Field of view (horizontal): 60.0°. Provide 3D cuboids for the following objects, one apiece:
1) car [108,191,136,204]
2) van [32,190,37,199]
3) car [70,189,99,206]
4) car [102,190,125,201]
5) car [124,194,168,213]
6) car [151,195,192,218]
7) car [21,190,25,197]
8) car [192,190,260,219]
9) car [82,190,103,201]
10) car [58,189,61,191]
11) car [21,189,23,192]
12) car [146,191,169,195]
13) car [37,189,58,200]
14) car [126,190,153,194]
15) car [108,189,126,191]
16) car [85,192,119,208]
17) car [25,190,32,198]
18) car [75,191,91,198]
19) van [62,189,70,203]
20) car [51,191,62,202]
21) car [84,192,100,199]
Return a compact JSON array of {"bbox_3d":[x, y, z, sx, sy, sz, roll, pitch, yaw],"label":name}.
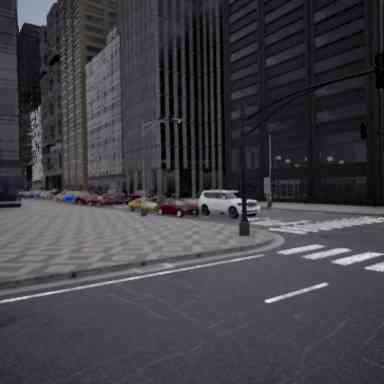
[{"bbox_3d":[-9.824,1.016,43.477,2.033,1.411,5.357,-2,1,-36],"label":"car"},{"bbox_3d":[-30.788,0.569,67.770,1.690,1.788,3.998,-1,1,-36],"label":"van"},{"bbox_3d":[-14.317,0.815,44.975,2.192,1.841,5.009,-1,1,-36],"label":"car"},{"bbox_3d":[-13.995,0.507,59.081,2.192,1.841,5.009,-1,1,-36],"label":"car"},{"bbox_3d":[-4.334,1.171,31.163,1.752,1.417,4.829,-1,1,-36],"label":"car"},{"bbox_3d":[-1.138,1.234,26.742,1.887,1.381,4.507,-1,1,-36],"label":"car"},{"bbox_3d":[-37.376,0.664,76.891,2.008,1.369,4.403,-1,1,-36],"label":"car"},{"bbox_3d":[2.766,0.869,26.018,2.150,2.045,5.566,-2,1,-36],"label":"car"},{"bbox_3d":[-17.998,0.578,60.053,2.097,1.767,4.553,-2,2,-36],"label":"car"},{"bbox_3d":[-30.465,0.225,81.874,2.192,1.841,5.009,-1,1,-36],"label":"car"},{"bbox_3d":[-40.670,0.600,81.449,1.887,1.381,4.507,-1,1,-36],"label":"car"},{"bbox_3d":[-4.111,0.913,45.409,1.947,1.339,4.313,-1,1,-36],"label":"car"},{"bbox_3d":[-27.494,0.724,63.213,1.967,1.590,4.097,-1,1,-36],"label":"car"},{"bbox_3d":[-7.407,0.612,49.964,2.192,1.841,5.009,-1,1,-36],"label":"car"},{"bbox_3d":[-11.834,0.546,51.588,2.150,2.045,5.566,-2,2,-38],"label":"car"},{"bbox_3d":[-11.021,1.095,40.419,1.887,1.381,4.507,-1,1,-36],"label":"car"},{"bbox_3d":[-34.083,0.486,72.328,2.192,1.841,5.009,-1,1,-36],"label":"car"},{"bbox_3d":[-23.876,0.569,72.761,1.887,1.381,4.507,-1,1,-36],"label":"car"},{"bbox_3d":[-17.612,0.790,49.535,1.690,1.788,3.998,-1,1,-36],"label":"van"},{"bbox_3d":[-20.905,0.946,54.097,2.008,1.369,4.403,-1,1,-36],"label":"car"},{"bbox_3d":[-20.581,0.663,68.203,1.802,1.307,4.206,-1,1,-36],"label":"car"}]
